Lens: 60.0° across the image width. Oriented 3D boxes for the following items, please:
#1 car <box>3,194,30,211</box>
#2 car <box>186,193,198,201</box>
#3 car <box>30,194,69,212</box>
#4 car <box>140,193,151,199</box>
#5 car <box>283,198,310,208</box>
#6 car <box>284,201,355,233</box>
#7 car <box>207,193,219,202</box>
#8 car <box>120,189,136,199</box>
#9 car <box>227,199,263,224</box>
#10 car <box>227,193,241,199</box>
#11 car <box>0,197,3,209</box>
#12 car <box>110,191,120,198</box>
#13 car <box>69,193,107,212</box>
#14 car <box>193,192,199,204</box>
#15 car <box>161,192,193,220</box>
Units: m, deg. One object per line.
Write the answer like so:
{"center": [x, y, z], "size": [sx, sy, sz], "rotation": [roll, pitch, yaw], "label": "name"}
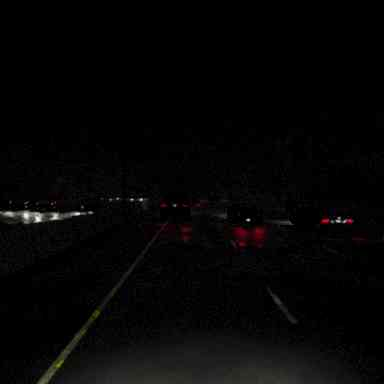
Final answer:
{"center": [-17.590, 1.037, 35.565], "size": [2.097, 1.767, 4.553], "rotation": [0, 1, 0], "label": "car"}
{"center": [-0.003, 0.934, 61.043], "size": [1.994, 1.385, 4.181], "rotation": [0, 1, 0], "label": "car"}
{"center": [-14.092, 1.058, 33.933], "size": [2.097, 1.767, 4.553], "rotation": [0, 1, 0], "label": "car"}
{"center": [-10.504, 0.795, 75.227], "size": [1.895, 1.301, 4.718], "rotation": [0, 1, 0], "label": "car"}
{"center": [10.598, 1.267, 33.014], "size": [2.033, 1.411, 5.357], "rotation": [0, 1, 0], "label": "car"}
{"center": [7.099, 1.439, 18.652], "size": [2.033, 1.411, 5.357], "rotation": [0, 1, 0], "label": "car"}
{"center": [3.597, 0.898, 56.985], "size": [1.882, 1.535, 5.008], "rotation": [0, 0, 0], "label": "car"}
{"center": [-14.004, 0.429, 74.806], "size": [2.150, 2.045, 5.566], "rotation": [0, 1, 0], "label": "car"}
{"center": [3.598, 1.439, 23.426], "size": [1.895, 1.301, 4.718], "rotation": [0, 1, 0], "label": "car"}
{"center": [7.097, 0.923, 56.006], "size": [2.128, 1.511, 4.902], "rotation": [0, 1, 0], "label": "car"}
{"center": [-21.090, 1.246, 35.758], "size": [1.994, 1.385, 4.181], "rotation": [0, 1, 0], "label": "car"}
{"center": [-17.504, 0.540, 76.536], "size": [2.097, 1.767, 4.553], "rotation": [0, 0, 0], "label": "car"}
{"center": [-10.592, 1.189, 34.605], "size": [2.128, 1.511, 4.902], "rotation": [0, 1, 0], "label": "car"}
{"center": [0.030, 0.844, 51.215], "size": [2.097, 1.767, 4.553], "rotation": [0, 1, 1], "label": "car"}
{"center": [-1.227, 1.027, 26.287], "size": [2.150, 2.045, 5.566], "rotation": [0, 1, 0], "label": "car"}
